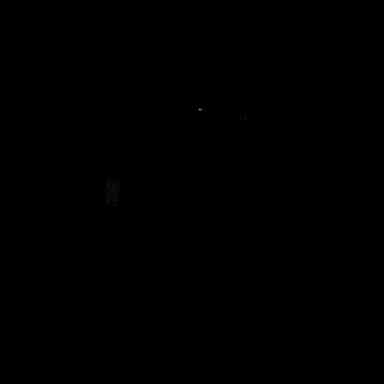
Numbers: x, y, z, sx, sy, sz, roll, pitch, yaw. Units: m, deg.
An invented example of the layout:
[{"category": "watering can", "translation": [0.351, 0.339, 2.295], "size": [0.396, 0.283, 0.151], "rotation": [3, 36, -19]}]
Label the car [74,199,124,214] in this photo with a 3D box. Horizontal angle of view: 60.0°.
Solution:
[{"category": "car", "translation": [-9.288, 1.456, 33.244], "size": [4.892, 1.490, 1.837], "rotation": [2, -1, 0]}]
